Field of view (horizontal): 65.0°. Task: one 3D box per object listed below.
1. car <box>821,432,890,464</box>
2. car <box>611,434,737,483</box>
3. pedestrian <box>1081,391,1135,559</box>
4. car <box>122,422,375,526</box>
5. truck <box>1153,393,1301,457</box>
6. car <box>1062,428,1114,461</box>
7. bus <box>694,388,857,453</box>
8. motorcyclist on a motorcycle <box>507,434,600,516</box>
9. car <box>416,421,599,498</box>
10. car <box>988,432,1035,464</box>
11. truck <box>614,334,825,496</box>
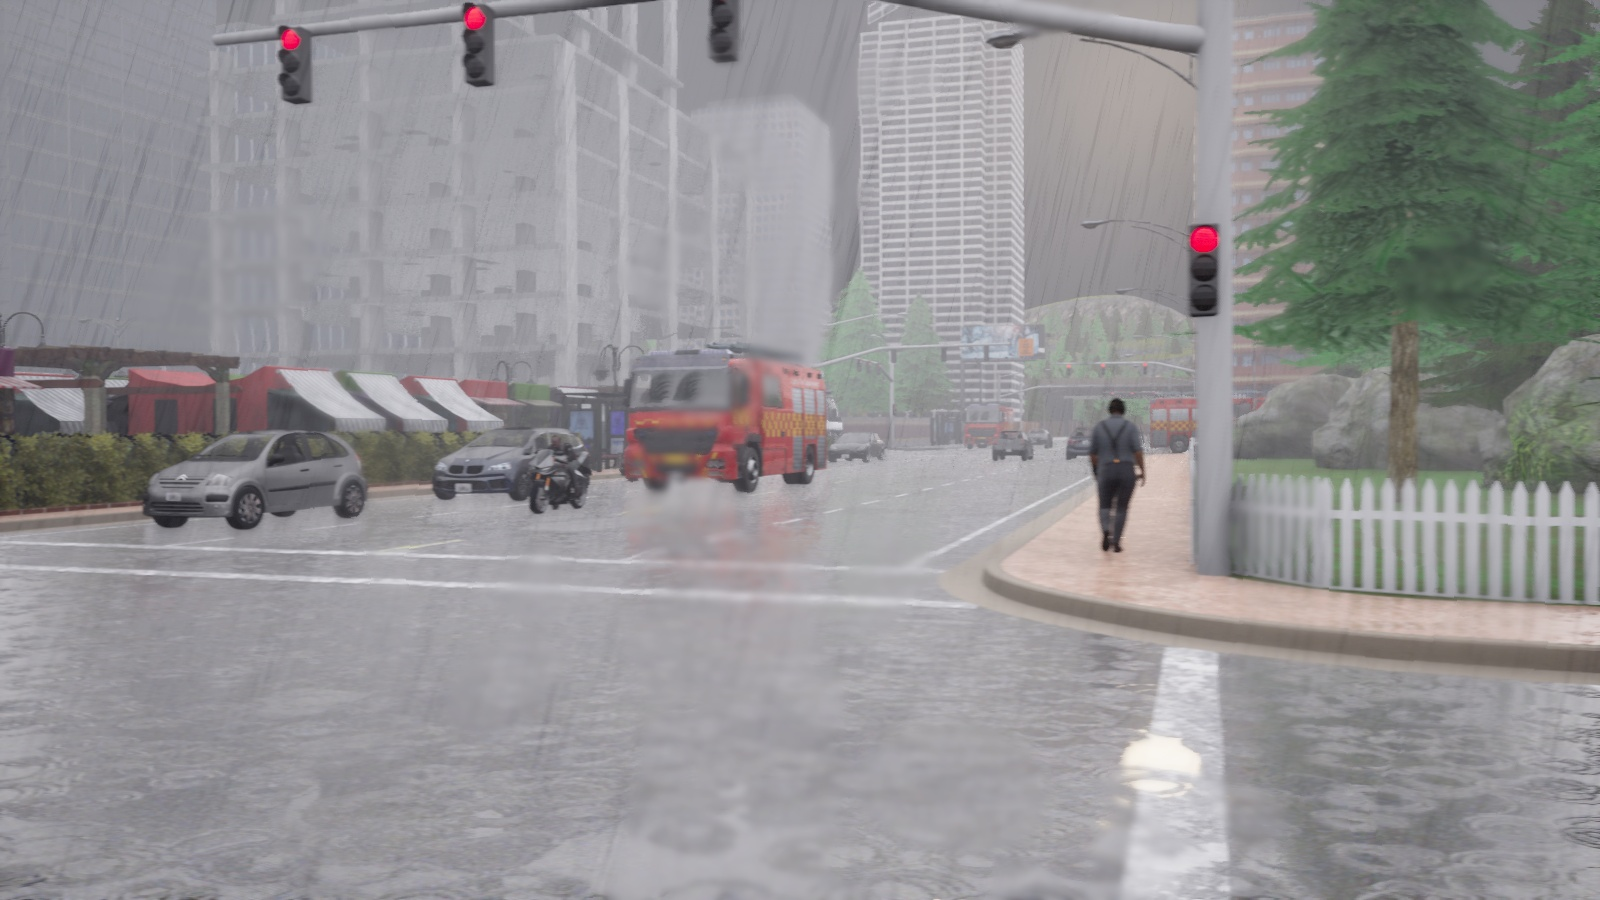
[{"bbox_3d":[2.742,-0.140,60.963,2.163,1.488,4.792,1,1,17],"label":"car"},{"bbox_3d":[-3.858,0.225,39.608,2.033,1.411,5.357,0,1,17],"label":"car"},{"bbox_3d":[3.501,0.270,14.268,0.540,1.848,0.694,0,1,17],"label":"pedestrian"},{"bbox_3d":[-9.374,0.341,21.738,1.851,1.617,3.988,0,1,17],"label":"car"},{"bbox_3d":[26.041,-1.518,77.019,8.468,3.827,2.891,0,1,15],"label":"truck"},{"bbox_3d":[14.937,-0.312,64.901,2.242,1.667,4.611,1,1,17],"label":"car"},{"bbox_3d":[-1.635,-1.976,85.227,10.273,4.253,3.944,0,1,17],"label":"bus"},{"bbox_3d":[-4.809,0.449,24.661,0.866,1.530,2.191,0,1,17],"label":"motorcyclist on a motorcycle"},{"bbox_3d":[-6.845,0.166,29.933,2.242,1.667,4.611,0,1,17],"label":"car"},{"bbox_3d":[10.591,-0.124,62.685,1.845,1.501,3.633,0,1,17],"label":"car"},{"bbox_3d":[-1.880,-0.892,34.118,2.891,3.827,8.468,0,1,17],"label":"truck"}]
